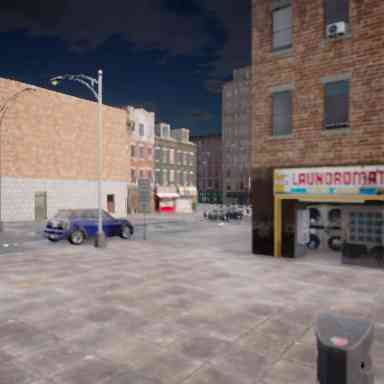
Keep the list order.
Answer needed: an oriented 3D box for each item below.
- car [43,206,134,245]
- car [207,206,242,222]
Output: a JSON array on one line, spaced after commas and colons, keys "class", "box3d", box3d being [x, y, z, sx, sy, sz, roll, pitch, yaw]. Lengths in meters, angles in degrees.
[{"class": "car", "box3d": [-5.154, 1.612, 17.231, 2.097, 1.767, 4.553, 0, -1, 36]}, {"class": "car", "box3d": [3.428, 2.191, 33.978, 1.837, 1.490, 4.892, 0, -1, 36]}]
